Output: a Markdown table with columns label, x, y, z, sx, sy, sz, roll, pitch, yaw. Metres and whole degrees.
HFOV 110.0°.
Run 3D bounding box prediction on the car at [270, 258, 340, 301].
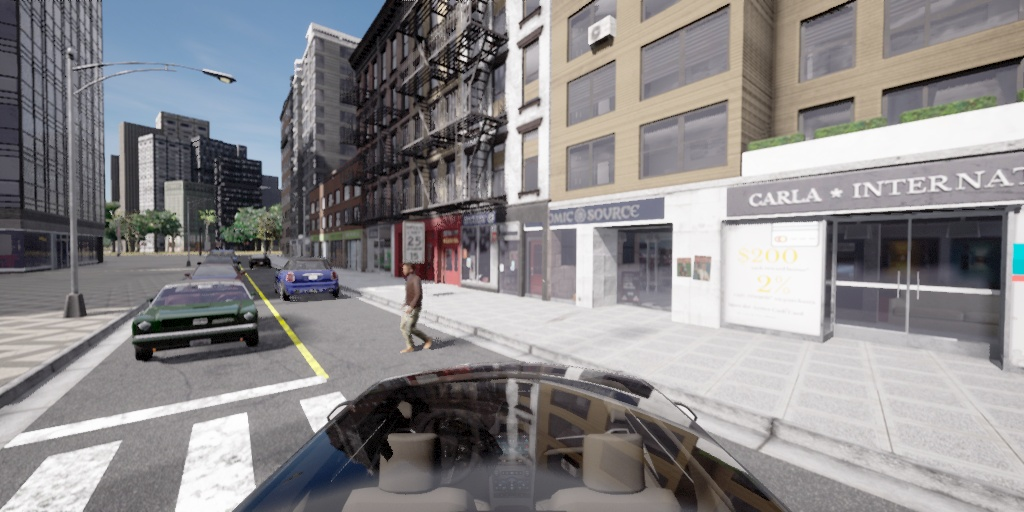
| label | x | y | z | sx | sy | sz | roll | pitch | yaw |
| --- | --- | --- | --- | --- | --- | --- | --- | --- | --- |
| car | -9.360 | 0.875 | 16.210 | 2.097 | 1.767 | 4.553 | -1 | 1 | -38 |

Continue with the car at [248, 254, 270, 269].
| label | x | y | z | sx | sy | sz | roll | pitch | yaw |
| --- | --- | --- | --- | --- | --- | --- | --- | --- | --- |
| car | -28.485 | 0.550 | 40.454 | 1.882 | 1.535 | 5.008 | -1 | 2 | -38 |

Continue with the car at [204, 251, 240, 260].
| label | x | y | z | sx | sy | sz | roll | pitch | yaw |
| --- | --- | --- | --- | --- | --- | --- | --- | --- | --- |
| car | -18.892 | 0.743 | 23.197 | 2.097 | 1.767 | 4.553 | -1 | 1 | -38 |

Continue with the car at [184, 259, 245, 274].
| label | x | y | z | sx | sy | sz | roll | pitch | yaw |
| --- | --- | --- | --- | --- | --- | --- | --- | --- | --- |
| car | -12.705 | 1.054 | 15.410 | 1.812 | 1.442 | 4.674 | -1 | 1 | -38 |

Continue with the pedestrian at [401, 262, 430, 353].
| label | x | y | z | sx | sy | sz | roll | pitch | yaw |
| --- | --- | --- | --- | --- | --- | --- | --- | --- | --- |
| pedestrian | -1.944 | 0.966 | 7.103 | 0.375 | 1.860 | 0.375 | -1 | 2 | -38 |

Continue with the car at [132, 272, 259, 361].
| label | x | y | z | sx | sy | sz | roll | pitch | yaw |
| --- | --- | --- | --- | --- | --- | --- | --- | --- | --- |
| car | -7.085 | 1.247 | 8.293 | 1.895 | 1.301 | 4.718 | -1 | 1 | -39 |
